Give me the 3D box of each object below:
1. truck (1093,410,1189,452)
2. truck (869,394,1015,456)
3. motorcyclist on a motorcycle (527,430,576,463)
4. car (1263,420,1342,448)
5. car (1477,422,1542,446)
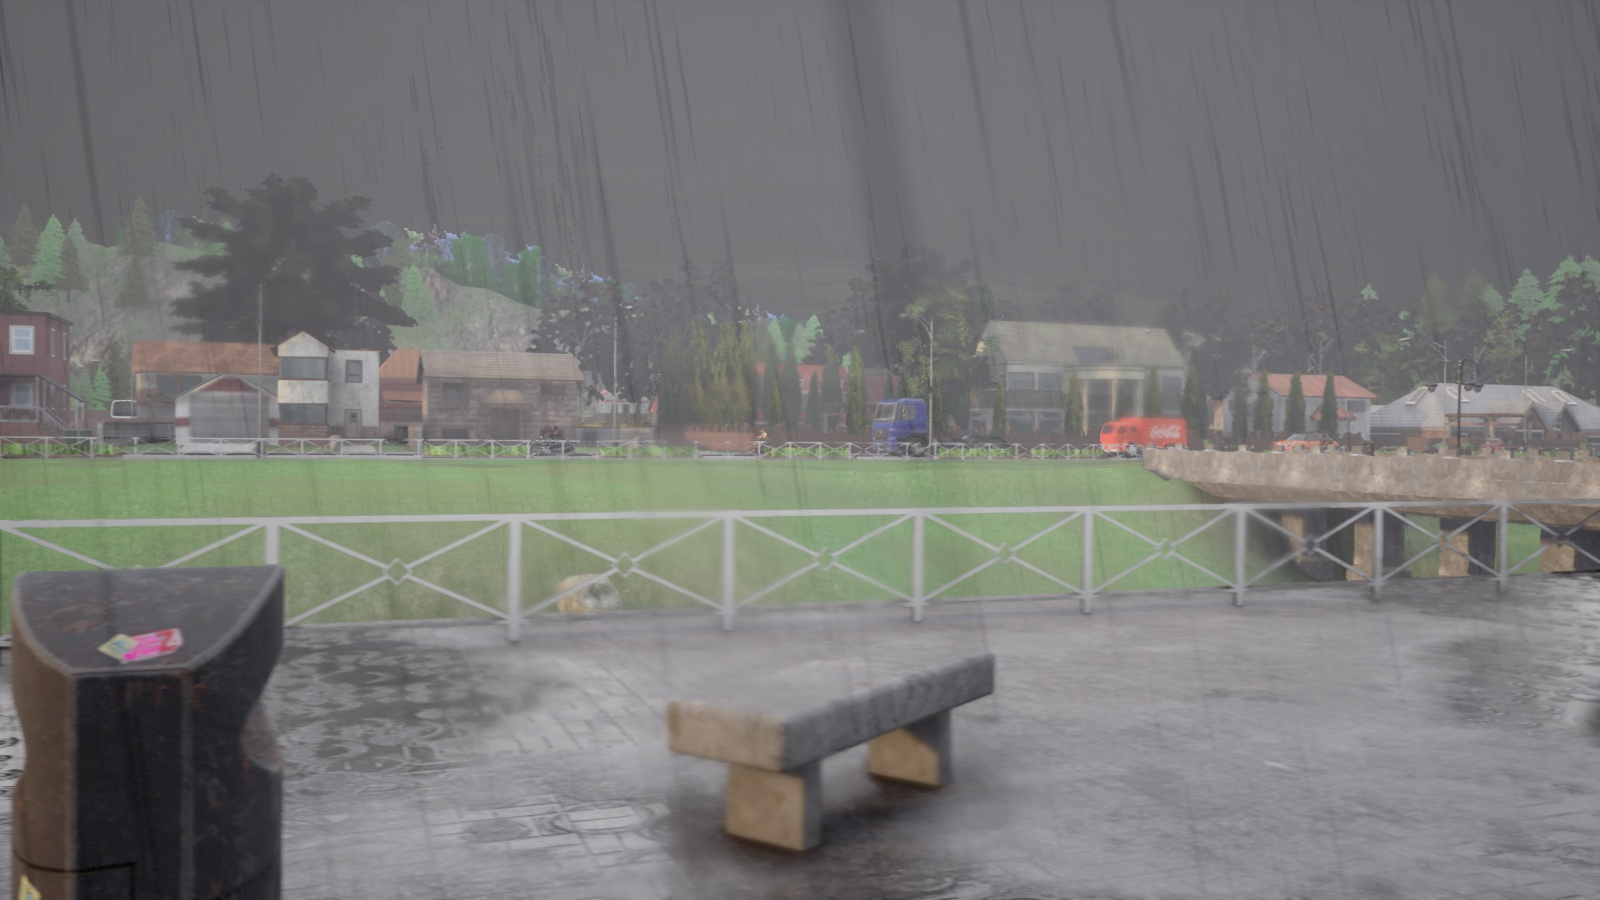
[{"bbox_3d":[21.119,-1.183,77.765,5.204,2.467,2.627,-1,1,-21],"label":"truck"},{"bbox_3d":[8.266,-1.459,72.882,7.936,3.462,2.891,-1,1,-21],"label":"truck"},{"bbox_3d":[-12.846,-0.169,64.884,2.350,1.649,0.766,-1,1,-21],"label":"motorcyclist on a motorcycle"},{"bbox_3d":[32.904,-1.038,82.240,4.553,1.767,2.097,-1,1,-21],"label":"car"},{"bbox_3d":[47.086,-1.089,83.344,3.705,1.549,1.789,-1,1,-21],"label":"car"}]
